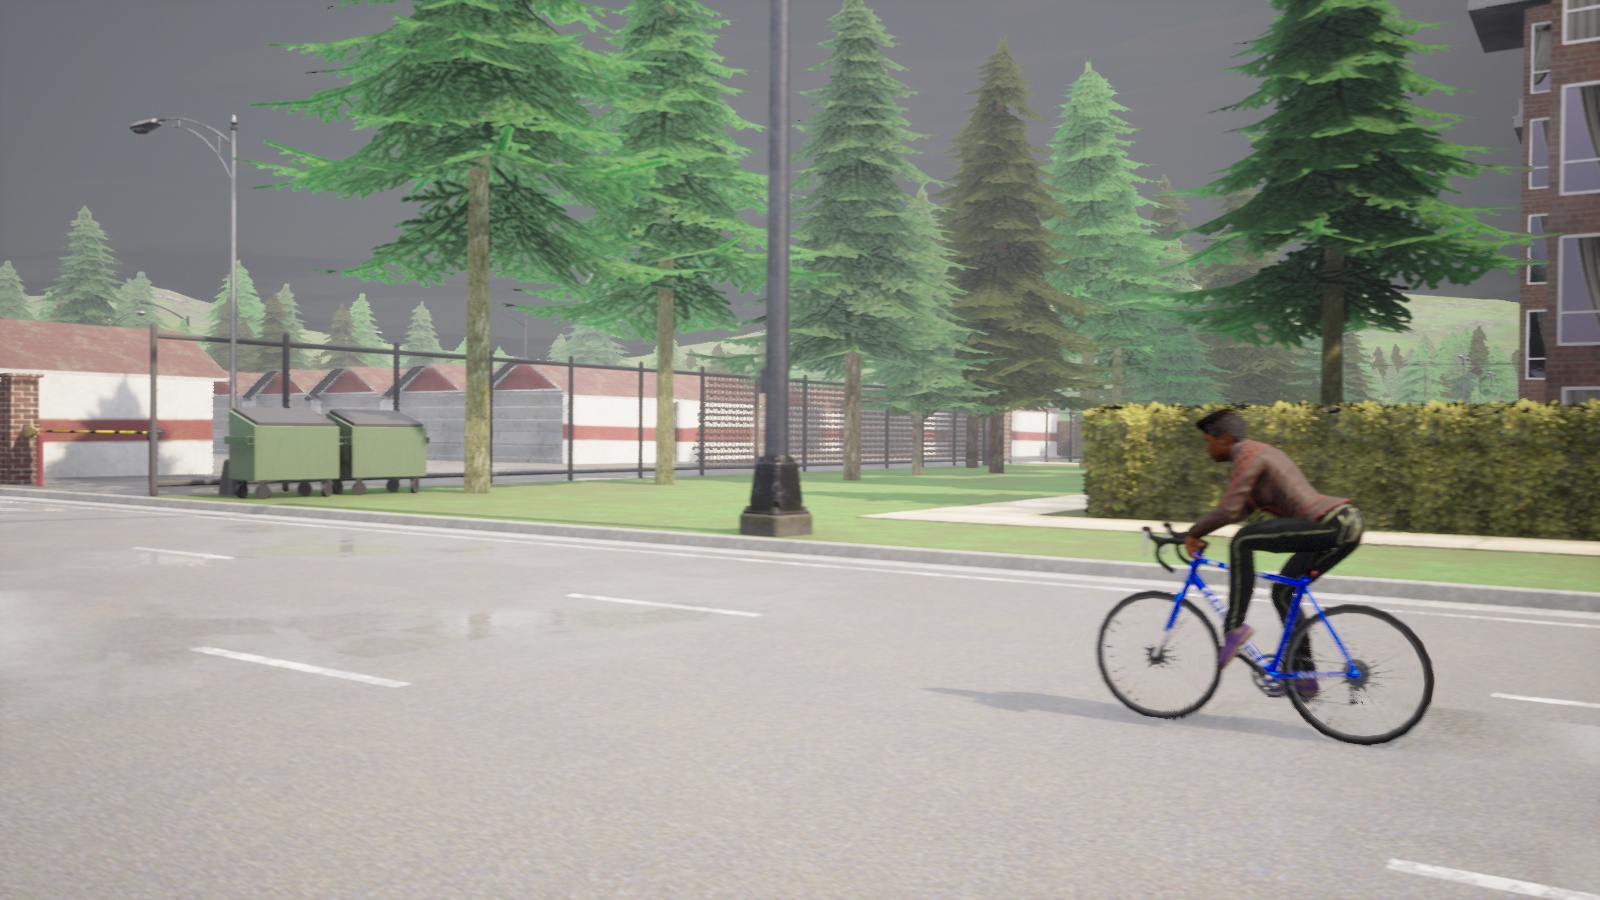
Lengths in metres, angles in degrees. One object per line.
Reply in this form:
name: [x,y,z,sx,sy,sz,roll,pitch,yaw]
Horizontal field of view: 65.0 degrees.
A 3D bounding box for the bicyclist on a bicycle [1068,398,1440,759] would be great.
bicyclist on a bicycle: [2.256,0.577,6.325,1.656,1.620,0.582,0,1,34]
